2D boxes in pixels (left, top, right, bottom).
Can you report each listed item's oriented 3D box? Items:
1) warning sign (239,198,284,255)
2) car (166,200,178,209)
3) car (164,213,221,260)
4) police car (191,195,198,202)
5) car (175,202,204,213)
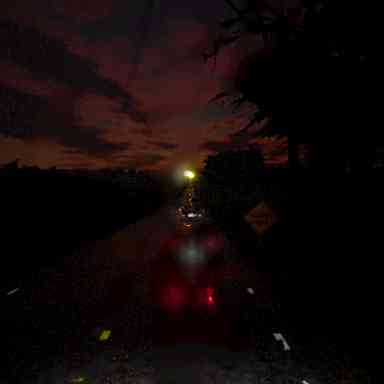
[{"bbox_3d":[2.471,1.206,11.981,1.300,1.860,1.060,3,2,0],"label":"warning sign"},{"bbox_3d":[-2.919,1.958,52.521,1.812,1.442,4.674,0,0,0],"label":"car"},{"bbox_3d":[0.039,1.697,12.868,1.895,1.301,4.718,0,-1,1],"label":"car"},{"bbox_3d":[0.660,2.014,92.191,1.930,1.638,5.238,0,0,0],"label":"police car"},{"bbox_3d":[0.003,1.768,26.607,2.033,1.411,5.357,0,0,0],"label":"car"}]
